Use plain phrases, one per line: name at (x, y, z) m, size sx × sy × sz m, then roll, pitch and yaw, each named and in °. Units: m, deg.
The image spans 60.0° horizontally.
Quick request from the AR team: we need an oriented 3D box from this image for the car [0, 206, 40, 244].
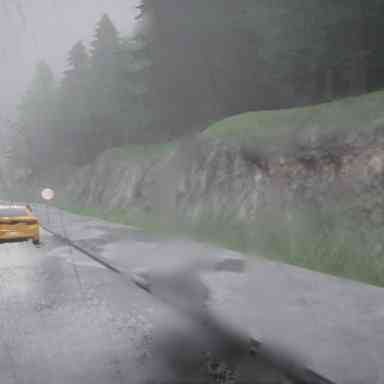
car at (-7.716, 1.304, 13.979) m, size 1.882 × 1.535 × 5.008 m, roll -1°, pitch 1°, yaw -33°
